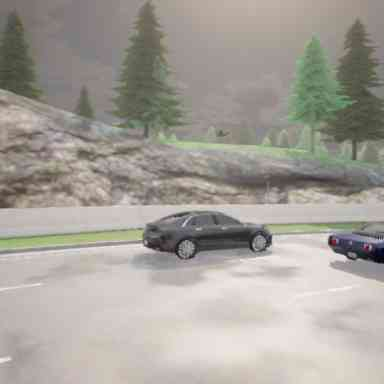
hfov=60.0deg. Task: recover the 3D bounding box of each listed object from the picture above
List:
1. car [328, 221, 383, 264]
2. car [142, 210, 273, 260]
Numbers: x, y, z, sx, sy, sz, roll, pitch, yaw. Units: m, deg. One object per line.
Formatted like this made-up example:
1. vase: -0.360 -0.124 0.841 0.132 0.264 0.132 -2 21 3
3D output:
1. car: 6.801 1.578 10.518 4.718 1.301 1.895 0 0 -20
2. car: 0.670 1.424 11.939 4.892 1.490 1.837 0 0 -27
